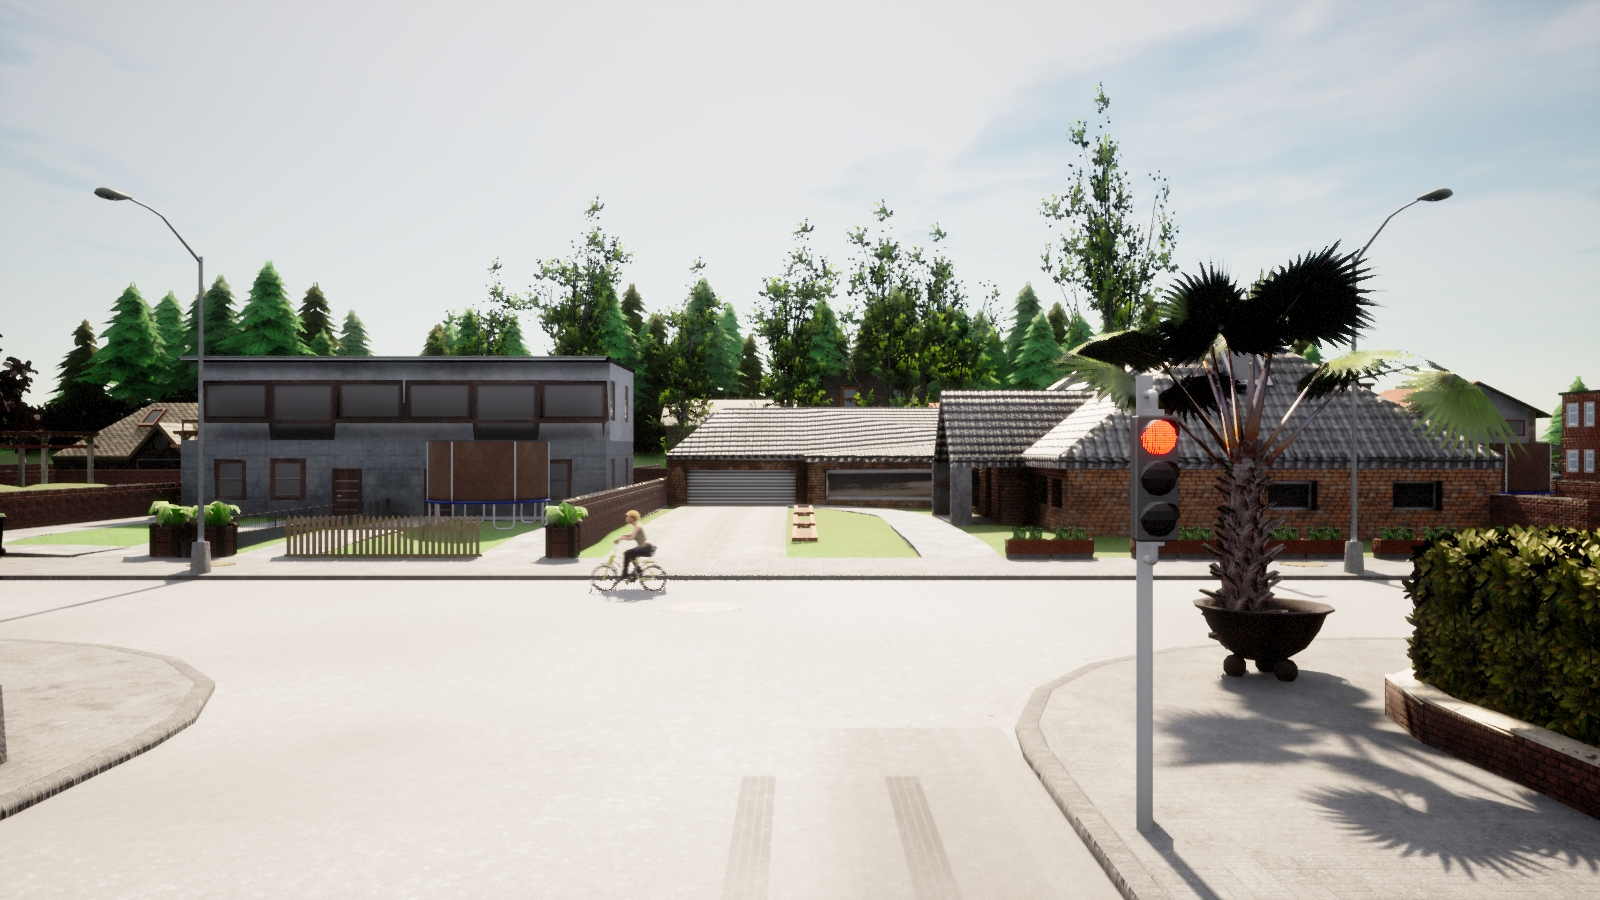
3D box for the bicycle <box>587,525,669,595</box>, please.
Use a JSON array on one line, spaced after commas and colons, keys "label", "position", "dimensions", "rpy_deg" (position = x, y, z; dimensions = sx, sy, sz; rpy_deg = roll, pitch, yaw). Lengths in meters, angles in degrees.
[{"label": "bicycle", "position": [-3.358, 2.149, 22.443], "dimensions": [1.487, 1.276, 0.859], "rpy_deg": [0, 0, 0]}]
